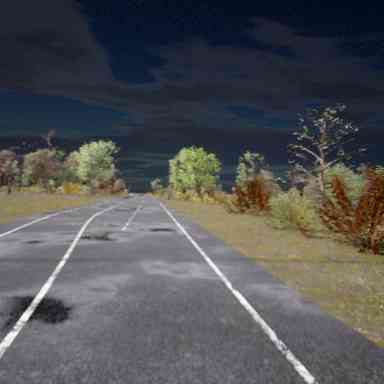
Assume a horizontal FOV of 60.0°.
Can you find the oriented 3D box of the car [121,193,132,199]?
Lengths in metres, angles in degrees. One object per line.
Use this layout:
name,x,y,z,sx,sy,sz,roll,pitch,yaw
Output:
car,-18.048,1.397,89.875,1.895,1.301,4.718,2,0,-7
